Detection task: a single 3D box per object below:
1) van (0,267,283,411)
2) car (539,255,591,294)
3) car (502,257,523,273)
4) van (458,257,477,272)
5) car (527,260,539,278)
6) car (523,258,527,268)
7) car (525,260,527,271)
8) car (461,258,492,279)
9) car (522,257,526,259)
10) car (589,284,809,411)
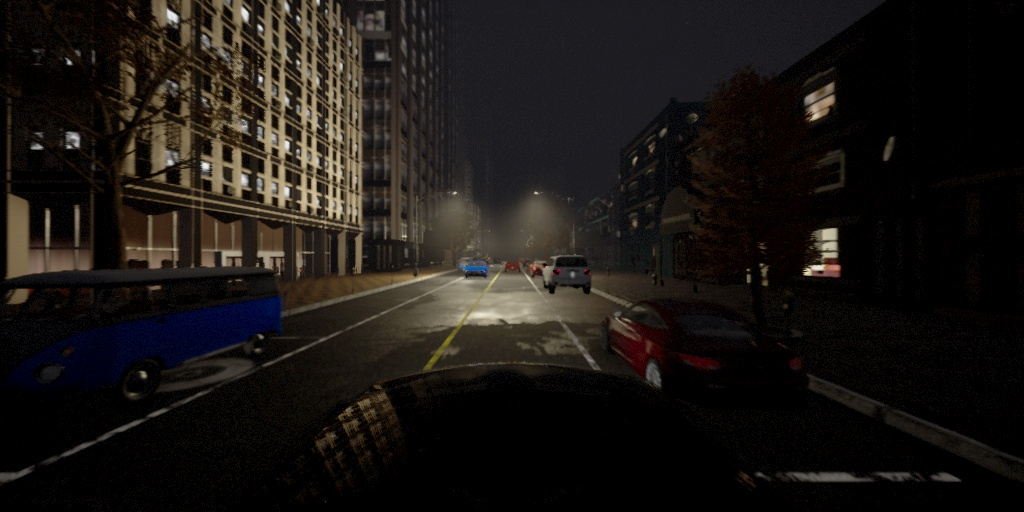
[{"bbox_3d":[-5.690,1.089,5.935,1.690,1.789,3.998,0,0,0],"label":"van"},{"bbox_3d":[3.001,0.969,20.432,2.150,2.045,5.566,0,0,0],"label":"car"},{"bbox_3d":[0.077,1.221,44.280,1.882,1.535,5.008,0,0,0],"label":"car"},{"bbox_3d":[-5.689,1.084,44.693,1.690,1.789,3.998,0,0,0],"label":"van"},{"bbox_3d":[2.692,1.182,33.617,1.967,1.591,4.097,0,0,0],"label":"car"},{"bbox_3d":[2.693,1.288,44.691,1.888,1.381,4.507,0,0,0],"label":"car"},{"bbox_3d":[2.692,1.324,39.154,1.802,1.307,4.207,0,0,0],"label":"car"},{"bbox_3d":[-3.093,1.220,32.337,1.882,1.535,5.008,0,0,0],"label":"car"},{"bbox_3d":[2.693,1.313,61.302,1.948,1.339,4.313,0,0,0],"label":"car"},{"bbox_3d":[2.691,1.330,5.932,1.802,1.307,4.207,0,0,0],"label":"car"}]
